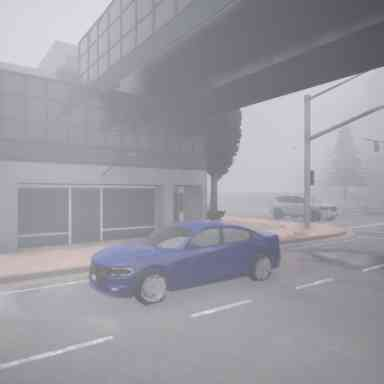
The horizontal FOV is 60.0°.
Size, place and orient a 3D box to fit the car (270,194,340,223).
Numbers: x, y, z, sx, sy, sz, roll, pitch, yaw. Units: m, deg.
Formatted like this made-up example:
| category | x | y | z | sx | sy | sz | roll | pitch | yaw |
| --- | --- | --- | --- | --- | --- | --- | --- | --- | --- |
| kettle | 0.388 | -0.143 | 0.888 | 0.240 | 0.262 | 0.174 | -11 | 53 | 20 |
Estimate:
| category | x | y | z | sx | sy | sz | roll | pitch | yaw |
| --- | --- | --- | --- | --- | --- | --- | --- | --- | --- |
| car | 8.763 | 1.221 | 26.408 | 2.150 | 2.045 | 5.566 | 0 | 0 | -36 |

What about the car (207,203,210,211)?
| category | x | y | z | sx | sy | sz | roll | pitch | yaw |
| --- | --- | --- | --- | --- | --- | --- | --- | --- | --- |
| car | 0.497 | 1.526 | 37.872 | 1.812 | 1.442 | 4.674 | 0 | 0 | -36 |

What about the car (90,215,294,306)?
| category | x | y | z | sx | sy | sz | roll | pitch | yaw |
| --- | --- | --- | --- | --- | --- | --- | --- | --- | --- |
| car | 0.049 | 1.477 | 8.231 | 5.008 | 1.535 | 1.882 | 0 | 0 | -35 |
